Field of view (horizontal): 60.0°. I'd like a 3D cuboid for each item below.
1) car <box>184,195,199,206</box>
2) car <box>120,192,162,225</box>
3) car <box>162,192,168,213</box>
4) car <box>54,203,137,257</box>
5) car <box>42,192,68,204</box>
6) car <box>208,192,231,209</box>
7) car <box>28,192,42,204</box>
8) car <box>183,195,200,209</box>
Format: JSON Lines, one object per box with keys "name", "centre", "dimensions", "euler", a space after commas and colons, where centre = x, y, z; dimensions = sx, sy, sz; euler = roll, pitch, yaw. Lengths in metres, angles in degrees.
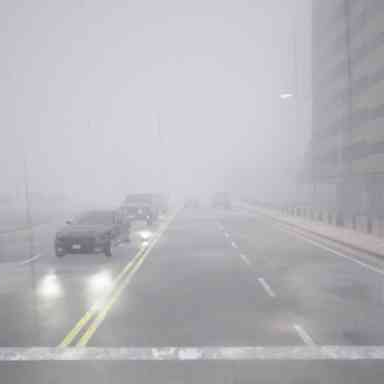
{"name": "car", "centre": [-0.036, 1.199, 50.543], "dimensions": [2.128, 1.511, 4.902], "euler": [0, 0, 0]}
{"name": "car", "centre": [-3.606, 1.102, 23.058], "dimensions": [2.150, 2.045, 5.566], "euler": [0, 0, 0]}
{"name": "car", "centre": [-3.609, 1.035, 33.788], "dimensions": [2.150, 2.045, 5.566], "euler": [0, 0, 0]}
{"name": "car", "centre": [-3.600, 1.423, 12.873], "dimensions": [1.882, 1.535, 5.008], "euler": [0, 0, 0]}
{"name": "car", "centre": [-21.085, 0.854, 51.903], "dimensions": [1.932, 1.855, 4.605], "euler": [0, 0, 0]}
{"name": "car", "centre": [3.471, 0.988, 40.998], "dimensions": [2.150, 2.045, 5.566], "euler": [0, 0, 0]}
{"name": "car", "centre": [-23.980, 0.857, 51.966], "dimensions": [1.905, 1.878, 3.866], "euler": [0, 0, 0]}
{"name": "car", "centre": [-0.030, 1.289, 41.567], "dimensions": [1.812, 1.442, 4.674], "euler": [0, 0, 0]}
